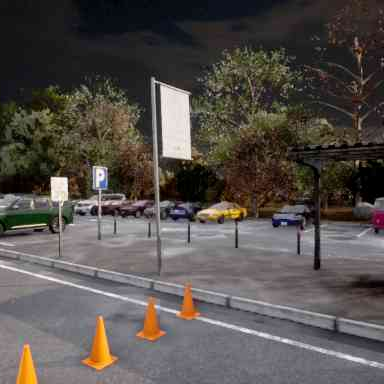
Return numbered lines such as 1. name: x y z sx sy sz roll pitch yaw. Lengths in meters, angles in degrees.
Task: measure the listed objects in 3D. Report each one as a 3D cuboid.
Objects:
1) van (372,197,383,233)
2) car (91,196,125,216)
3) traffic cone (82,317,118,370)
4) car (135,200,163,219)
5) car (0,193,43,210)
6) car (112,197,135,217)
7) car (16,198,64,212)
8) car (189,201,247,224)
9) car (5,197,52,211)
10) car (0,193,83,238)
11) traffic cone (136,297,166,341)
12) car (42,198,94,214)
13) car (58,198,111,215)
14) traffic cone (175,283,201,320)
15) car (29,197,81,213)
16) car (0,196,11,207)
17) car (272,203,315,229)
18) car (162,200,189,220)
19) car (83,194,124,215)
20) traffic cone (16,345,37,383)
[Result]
1. van: 11.582 1.264 19.054 1.878 1.987 4.442 0 0 35
2. car: -6.650 1.466 31.728 2.097 1.535 5.008 0 0 35
3. traffic cone: -1.221 1.957 4.423 0.340 0.580 0.340 0 0 35
4. car: -2.107 1.473 28.537 2.231 1.521 4.892 0 0 35
5. car: -22.570 1.153 42.873 2.435 2.045 5.566 0 0 35
6. car: -4.378 1.469 30.132 2.097 1.535 5.008 0 0 35
7. car: -18.024 1.469 39.678 2.163 1.488 4.792 0 0 35
8. car: 2.324 1.475 25.189 1.946 1.575 5.366 0 0 35
9. car: -20.268 1.452 41.326 2.163 1.488 4.792 0 0 35
10. car: -8.934 1.221 17.307 2.435 2.045 5.566 0 0 35
11. traffic cone: -0.646 1.957 5.240 0.340 0.580 0.340 0 0 35
12. car: -13.470 1.455 36.508 2.097 1.535 5.008 0 0 35
13. car: -11.198 1.461 34.910 2.231 1.521 4.892 0 0 35
14. traffic cone: -0.071 1.957 6.056 0.340 0.580 0.340 0 0 36
15. car: -15.633 1.444 38.260 1.946 1.575 5.366 0 0 35
16. car: -29.262 1.333 47.837 1.946 1.575 5.366 1 0 35
17. car: 6.957 1.513 22.125 2.163 1.488 4.792 0 0 35
18. car: 0.177 1.504 26.961 2.163 1.488 4.792 0 0 35
19. car: -8.940 1.212 33.296 2.435 2.045 5.566 0 0 35
20. traffic cone: -1.796 1.957 3.607 0.340 0.580 0.340 0 0 35
